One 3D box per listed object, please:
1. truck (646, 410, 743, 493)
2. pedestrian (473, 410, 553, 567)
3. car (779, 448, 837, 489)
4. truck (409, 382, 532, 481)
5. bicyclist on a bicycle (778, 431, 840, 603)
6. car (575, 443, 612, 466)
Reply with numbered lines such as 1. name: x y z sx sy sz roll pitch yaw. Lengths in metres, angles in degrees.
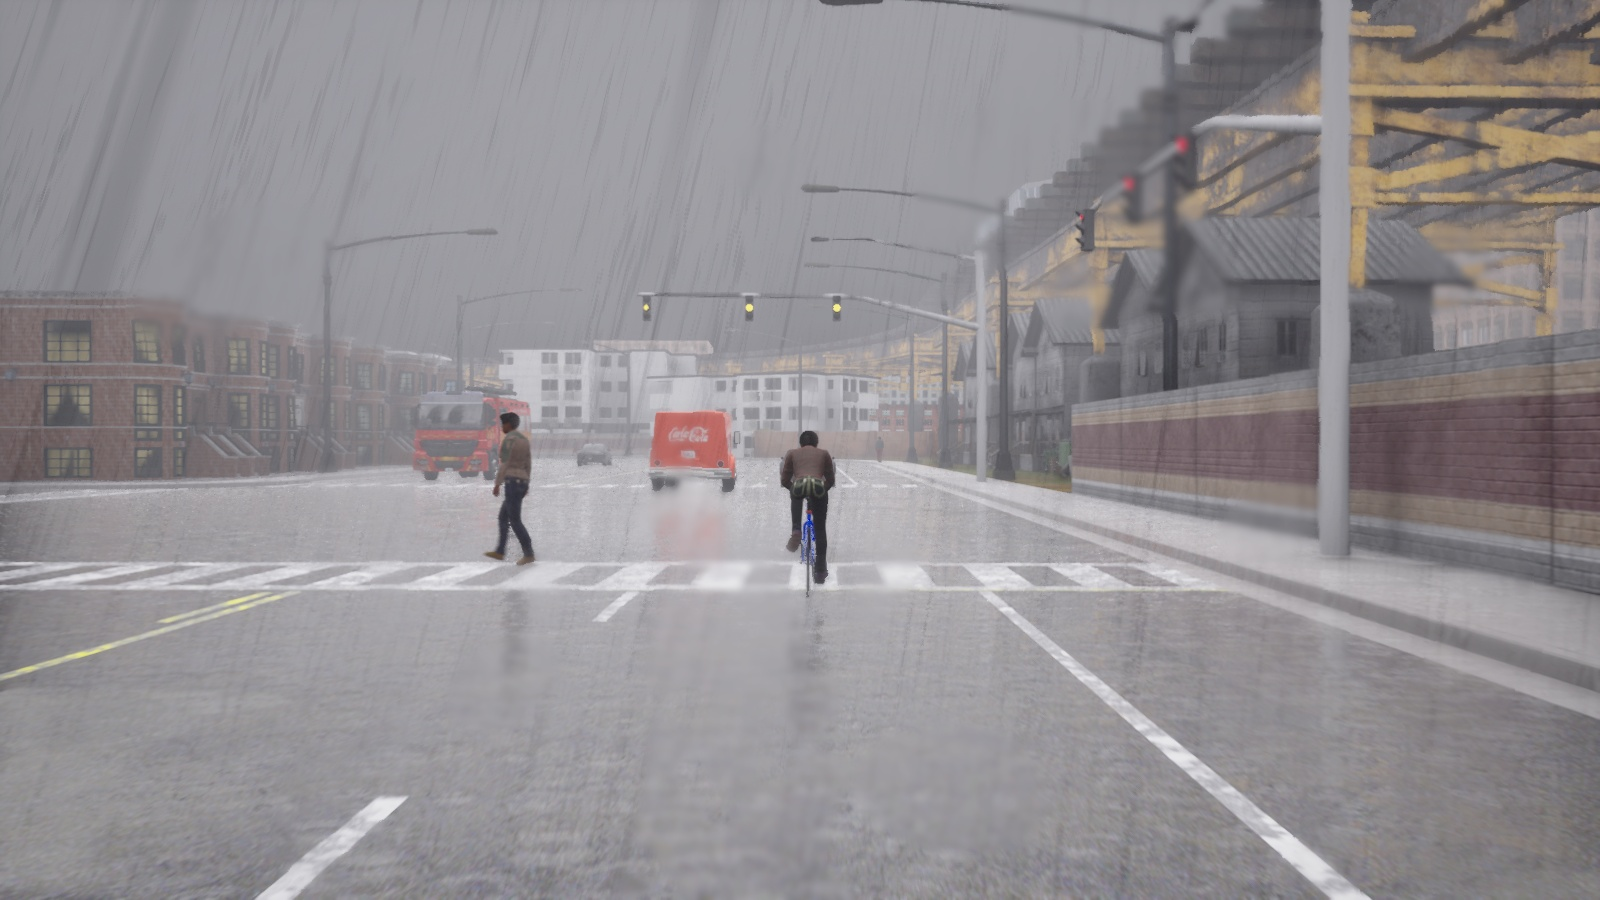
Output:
1. truck: -3.251 0.033 39.858 2.627 2.467 5.204 0 0 0
2. pedestrian: -3.369 0.446 14.760 0.869 1.805 0.328 0 0 19
3. car: 0.269 0.602 43.509 1.895 1.301 4.718 0 0 0
4. truck: -13.675 -0.727 52.901 2.891 3.827 8.468 0 0 0
5. bicyclist on a bicycle: 0.089 0.628 12.658 0.582 1.620 1.656 0 0 0
6. car: -13.533 0.275 82.613 1.837 1.490 4.892 0 0 -2
